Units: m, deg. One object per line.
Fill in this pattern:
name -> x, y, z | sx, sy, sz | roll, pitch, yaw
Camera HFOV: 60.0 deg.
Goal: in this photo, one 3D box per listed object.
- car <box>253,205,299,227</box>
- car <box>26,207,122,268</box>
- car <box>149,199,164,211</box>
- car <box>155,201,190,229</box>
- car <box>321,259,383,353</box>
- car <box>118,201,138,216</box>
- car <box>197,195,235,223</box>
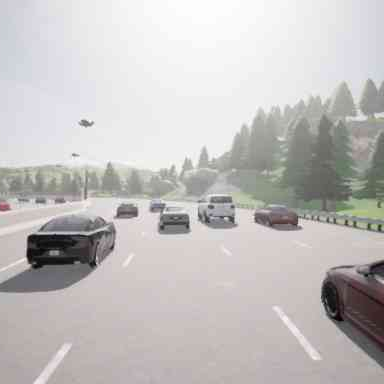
car -> 5.667, 1.554, 22.881 | 1.994, 1.385, 4.181 | 0, 0, -6
car -> -3.855, 1.486, 11.429 | 1.882, 1.535, 5.008 | 0, 0, -3
car -> -4.210, 1.557, 40.798 | 2.033, 1.411, 5.357 | 0, 0, -12
car -> -1.214, 1.551, 21.850 | 2.033, 1.411, 5.357 | 0, 0, -6
car -> 3.447, 1.557, 4.617 | 1.994, 1.385, 4.181 | 0, 0, -1
car -> -6.210, 1.577, 32.173 | 1.994, 1.385, 4.181 | 0, 0, -9
car -> 1.806, 1.219, 25.961 | 2.150, 2.045, 5.566 | 0, 0, -7
